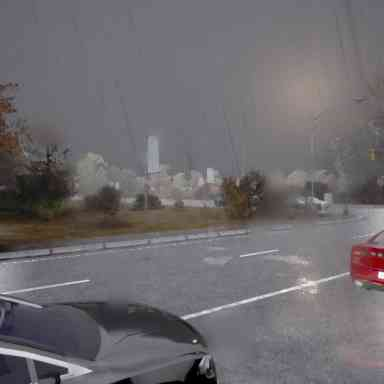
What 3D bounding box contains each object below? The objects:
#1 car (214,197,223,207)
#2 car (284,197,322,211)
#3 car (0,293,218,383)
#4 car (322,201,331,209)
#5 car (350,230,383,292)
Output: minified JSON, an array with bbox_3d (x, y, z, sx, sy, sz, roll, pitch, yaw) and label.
[{"bbox_3d":[5.076,1.296,44.572,1.837,1.490,4.892,-1,0,-39],"label":"car"},{"bbox_3d":[11.132,1.334,37.020,2.033,1.411,5.357,-1,0,-39],"label":"car"},{"bbox_3d":[-1.990,1.492,2.311,4.902,1.511,2.128,0,0,-35],"label":"car"},{"bbox_3d":[13.918,1.281,39.172,1.812,1.442,4.674,-1,0,-39],"label":"car"},{"bbox_3d":[5.726,1.445,7.826,5.008,1.535,1.882,0,0,-35],"label":"car"}]
